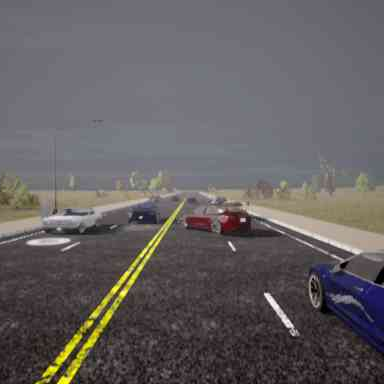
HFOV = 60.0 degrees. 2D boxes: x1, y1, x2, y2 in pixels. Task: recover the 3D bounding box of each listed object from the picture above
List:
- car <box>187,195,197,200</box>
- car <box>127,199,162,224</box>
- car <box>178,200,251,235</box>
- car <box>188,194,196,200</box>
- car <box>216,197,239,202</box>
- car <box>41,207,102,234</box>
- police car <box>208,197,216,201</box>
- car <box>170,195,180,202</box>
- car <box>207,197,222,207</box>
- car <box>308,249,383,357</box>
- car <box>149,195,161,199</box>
[{"bbox_3d":[-0.013,1.302,59.463,2.033,1.411,5.357,0,0,1],"label":"car"},{"bbox_3d":[-3.357,1.474,23.866,1.994,1.385,4.181,0,0,0],"label":"car"},{"bbox_3d":[1.135,1.435,18.443,2.163,1.488,4.792,0,0,-37],"label":"car"},{"bbox_3d":[-0.026,1.248,79.552,1.895,1.301,4.718,0,0,0],"label":"car"},{"bbox_3d":[3.241,1.355,26.779,1.801,1.575,5.366,0,0,0],"label":"car"},{"bbox_3d":[-6.608,1.530,18.754,1.895,1.301,4.718,0,0,0],"label":"car"},{"bbox_3d":[3.237,1.359,37.590,2.038,1.542,4.974,0,0,0],"label":"police car"},{"bbox_3d":[-3.302,1.289,65.511,1.994,1.385,4.181,0,0,1],"label":"car"},{"bbox_3d":[3.233,1.406,48.619,1.895,1.301,4.718,0,0,0],"label":"car"},{"bbox_3d":[3.248,1.486,4.619,2.163,1.488,4.792,0,0,0],"label":"car"},{"bbox_3d":[-6.585,1.243,60.005,2.128,1.511,4.902,0,0,0],"label":"car"}]
